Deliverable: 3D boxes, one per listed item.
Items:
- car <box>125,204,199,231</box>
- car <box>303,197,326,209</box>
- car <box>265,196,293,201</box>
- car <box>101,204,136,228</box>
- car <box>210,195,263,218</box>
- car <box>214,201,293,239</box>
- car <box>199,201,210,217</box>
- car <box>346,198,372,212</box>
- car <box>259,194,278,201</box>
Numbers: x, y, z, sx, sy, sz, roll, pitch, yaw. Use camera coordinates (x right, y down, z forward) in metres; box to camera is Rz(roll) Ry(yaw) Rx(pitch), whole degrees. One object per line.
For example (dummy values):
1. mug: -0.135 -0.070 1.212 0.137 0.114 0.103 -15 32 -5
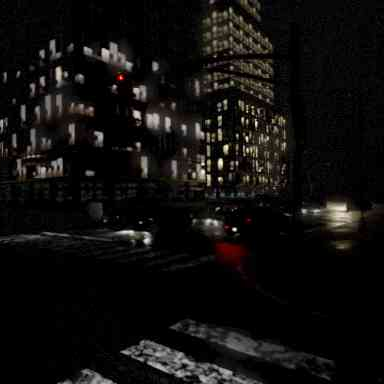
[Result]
1. car: -1.802 1.616 21.129 1.994 1.385 4.181 -1 -1 38
2. car: 16.542 1.462 44.804 1.882 1.535 5.008 -1 -1 38
3. car: 10.160 1.535 36.613 1.812 1.442 4.674 -1 -1 38
4. car: -4.130 1.602 23.434 2.128 1.511 4.902 -1 -1 38
5. car: 3.885 1.384 28.502 2.097 1.767 4.553 -1 -1 38
6. car: 3.413 1.433 17.033 1.837 1.490 4.892 -2 -1 38
7. car: 2.147 1.567 31.565 1.882 1.535 5.008 -1 -1 37
8. car: 18.113 1.353 35.974 1.882 1.535 5.008 -1 -1 38
9. car: 8.696 1.287 40.038 2.150 2.045 5.566 -1 -1 38
